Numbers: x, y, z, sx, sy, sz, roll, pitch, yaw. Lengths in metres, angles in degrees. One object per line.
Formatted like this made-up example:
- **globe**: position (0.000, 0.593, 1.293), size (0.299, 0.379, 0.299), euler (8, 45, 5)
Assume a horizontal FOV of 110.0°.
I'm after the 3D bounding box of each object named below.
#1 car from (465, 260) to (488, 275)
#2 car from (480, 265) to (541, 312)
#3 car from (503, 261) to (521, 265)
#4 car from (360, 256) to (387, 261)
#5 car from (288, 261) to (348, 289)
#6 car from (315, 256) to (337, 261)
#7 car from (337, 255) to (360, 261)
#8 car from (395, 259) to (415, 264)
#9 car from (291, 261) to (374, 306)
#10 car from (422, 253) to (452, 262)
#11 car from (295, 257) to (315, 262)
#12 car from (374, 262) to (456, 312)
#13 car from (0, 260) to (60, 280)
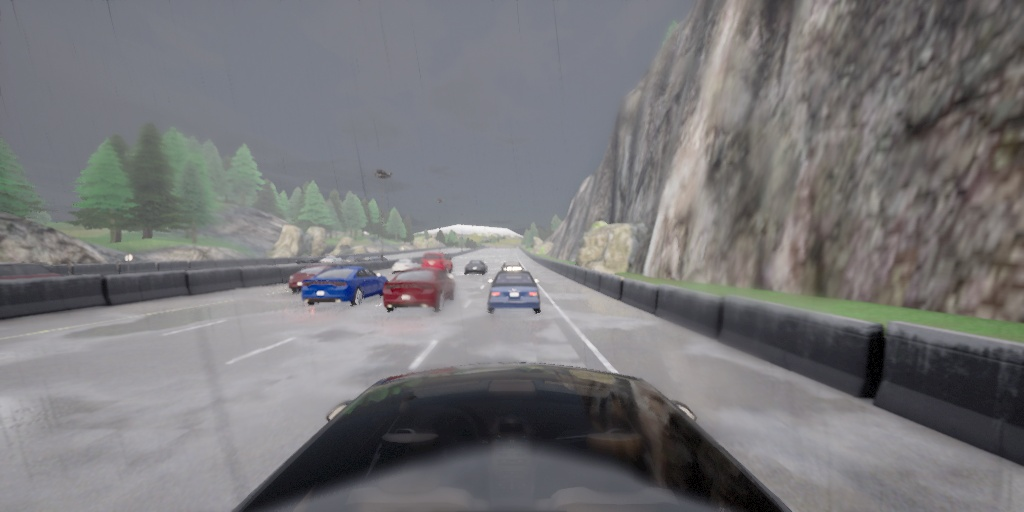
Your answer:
- **car**: position (-3.487, 1.064, 35.356), size (1.994, 1.385, 4.181), euler (0, 1, 0)
- **car**: position (0.070, 1.253, 13.879), size (2.033, 1.411, 5.357), euler (0, 0, 0)
- **car**: position (0.019, 1.130, 33.024), size (1.895, 1.301, 4.718), euler (0, 1, 0)
- **car**: position (-21.187, 0.697, 56.080), size (2.033, 1.411, 5.357), euler (0, 1, 1)
- **car**: position (-10.461, 1.196, 20.017), size (1.812, 1.442, 4.674), euler (0, 1, 0)
- **car**: position (-28.185, 0.680, 56.051), size (1.812, 1.442, 4.674), euler (0, 1, 0)
- **car**: position (-24.693, 0.644, 56.061), size (2.128, 1.511, 4.902), euler (0, 1, 0)
- **car**: position (-10.489, 1.024, 35.755), size (1.812, 1.442, 4.674), euler (0, 1, 0)
- **car**: position (-6.935, 1.178, 15.452), size (1.882, 1.535, 5.008), euler (0, 0, 0)
- **car**: position (-6.983, 0.743, 33.883), size (2.150, 2.045, 5.566), euler (0, 1, 0)
- **car**: position (-31.673, 0.758, 56.022), size (1.895, 1.301, 4.718), euler (0, 1, 0)
- **car**: position (-3.432, 1.184, 14.088), size (1.882, 1.535, 5.008), euler (0, 0, 0)
- **car**: position (-21.131, 1.069, 14.120), size (2.097, 1.767, 4.553), euler (0, 0, 0)
